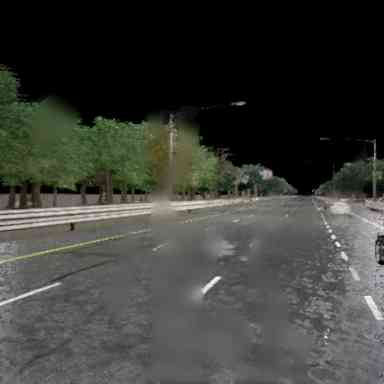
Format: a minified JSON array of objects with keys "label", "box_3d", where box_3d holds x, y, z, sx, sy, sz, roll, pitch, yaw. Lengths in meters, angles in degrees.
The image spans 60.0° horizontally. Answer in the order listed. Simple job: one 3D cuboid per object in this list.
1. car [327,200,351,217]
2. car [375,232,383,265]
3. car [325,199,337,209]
[{"label":"car","box_3d":[15.853,1.869,35.606,1.812,1.442,4.674,1,0,20]},{"label":"car","box_3d":[6.391,1.601,9.142,2.128,1.511,4.902,1,0,20]},{"label":"car","box_3d":[22.284,1.837,52.738,2.097,1.767,4.553,1,0,24]}]
